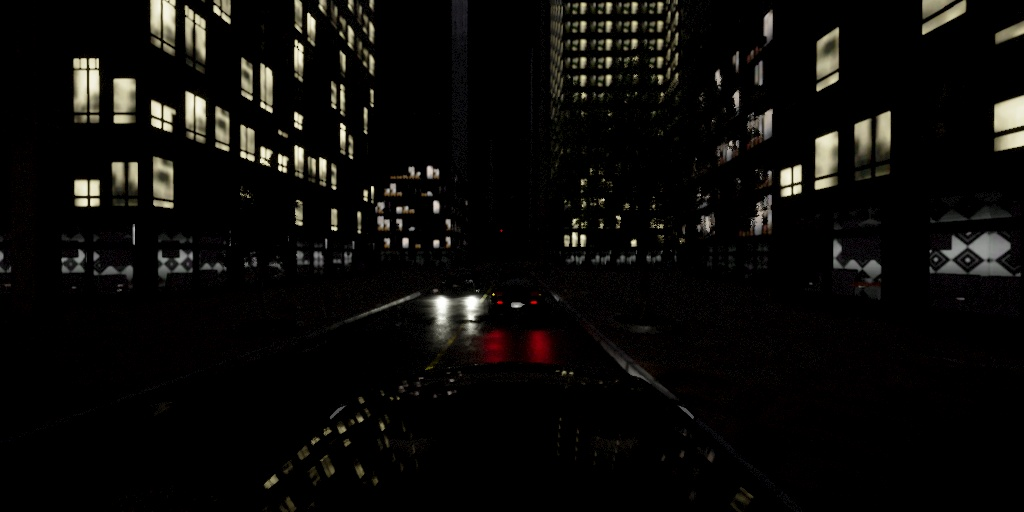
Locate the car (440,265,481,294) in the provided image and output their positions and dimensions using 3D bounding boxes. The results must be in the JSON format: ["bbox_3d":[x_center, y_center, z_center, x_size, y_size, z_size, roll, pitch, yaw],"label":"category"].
[{"bbox_3d":[-2.954,1.309,21.276,1.882,1.535,5.008,0,0,0],"label":"car"}]

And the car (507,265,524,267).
[{"bbox_3d":[0.318,1.483,31.907,1.895,1.301,4.718,0,0,1],"label":"car"}]

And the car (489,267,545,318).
[{"bbox_3d":[0.170,1.322,13.197,1.812,1.442,4.674,0,0,1],"label":"car"}]
